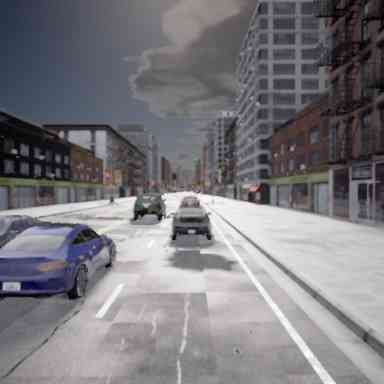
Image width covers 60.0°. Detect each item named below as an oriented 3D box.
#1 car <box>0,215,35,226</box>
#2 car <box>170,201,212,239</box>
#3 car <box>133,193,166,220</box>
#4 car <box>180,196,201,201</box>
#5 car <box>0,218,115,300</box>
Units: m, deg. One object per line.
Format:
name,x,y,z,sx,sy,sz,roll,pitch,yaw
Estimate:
car,-6.685,1.517,11.640,2.033,1.411,5.357,0,0,0
car,-0.027,1.441,16.775,1.837,1.490,4.892,0,0,0
car,-3.352,1.127,26.994,2.150,2.045,5.566,0,0,0
car,-0.171,1.220,35.192,2.097,1.767,4.553,0,0,0
car,-3.203,1.501,8.190,1.812,1.442,4.674,0,0,0
